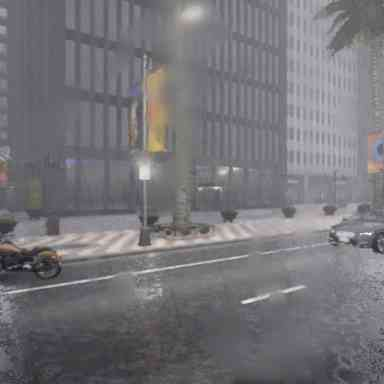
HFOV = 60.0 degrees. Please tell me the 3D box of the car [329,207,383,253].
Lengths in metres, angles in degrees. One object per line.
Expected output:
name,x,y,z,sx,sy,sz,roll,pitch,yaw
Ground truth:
car,7.611,1.494,13.713,4.902,1.511,2.128,0,0,-35
